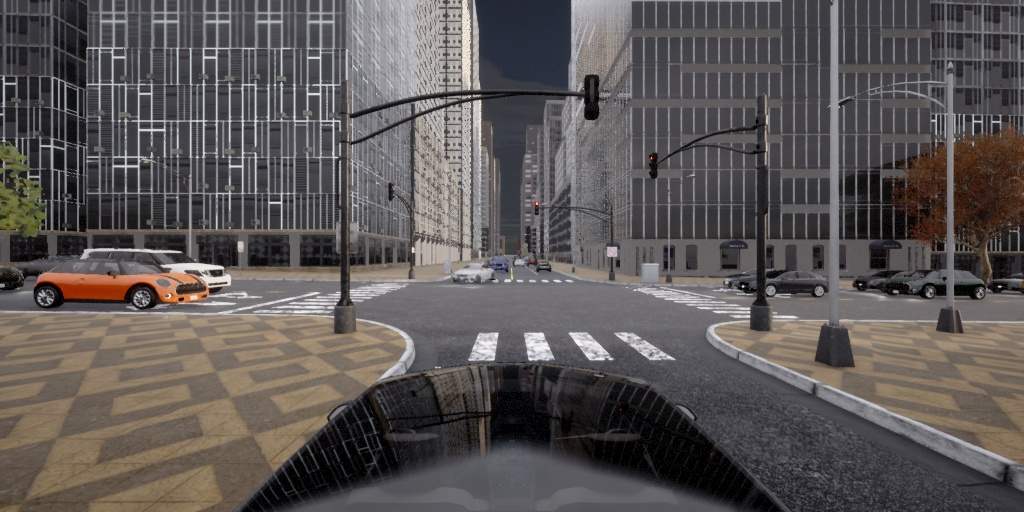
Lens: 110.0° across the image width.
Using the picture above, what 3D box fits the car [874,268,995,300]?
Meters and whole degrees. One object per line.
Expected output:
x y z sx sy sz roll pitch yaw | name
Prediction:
24.979 1.576 21.337 4.553 1.767 2.097 1 0 -3 | car

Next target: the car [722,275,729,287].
16.897 1.570 24.223 4.902 1.511 2.128 1 0 -3 | car

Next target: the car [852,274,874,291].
26.281 1.751 24.651 4.892 1.490 1.837 1 0 -3 | car

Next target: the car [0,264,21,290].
-24.623 0.675 15.615 4.553 1.767 2.097 1 0 -3 | car

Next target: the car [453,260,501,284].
-2.754 1.295 27.348 1.812 1.442 4.674 1 0 19 | car

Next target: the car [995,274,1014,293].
36.439 1.933 25.108 4.892 1.490 1.837 1 0 -2 | car

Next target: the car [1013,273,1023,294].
34.564 1.943 21.772 5.357 1.411 2.033 1 0 -2 | car

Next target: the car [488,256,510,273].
-1.520 0.981 43.652 2.150 2.045 5.566 0 1 -2 | car

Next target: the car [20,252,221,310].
-13.727 0.876 12.856 4.553 1.767 2.097 1 0 -3 | car

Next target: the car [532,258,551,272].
3.949 1.329 45.336 1.948 1.339 4.313 0 0 0 | car

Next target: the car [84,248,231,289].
-15.928 0.704 16.009 5.566 2.045 2.150 1 0 -3 | car

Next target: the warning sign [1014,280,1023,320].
17.279 1.204 11.527 1.060 1.860 1.300 0 0 -3 | warning sign

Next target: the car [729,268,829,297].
15.808 1.564 20.930 4.892 1.490 1.837 1 0 -4 | car
